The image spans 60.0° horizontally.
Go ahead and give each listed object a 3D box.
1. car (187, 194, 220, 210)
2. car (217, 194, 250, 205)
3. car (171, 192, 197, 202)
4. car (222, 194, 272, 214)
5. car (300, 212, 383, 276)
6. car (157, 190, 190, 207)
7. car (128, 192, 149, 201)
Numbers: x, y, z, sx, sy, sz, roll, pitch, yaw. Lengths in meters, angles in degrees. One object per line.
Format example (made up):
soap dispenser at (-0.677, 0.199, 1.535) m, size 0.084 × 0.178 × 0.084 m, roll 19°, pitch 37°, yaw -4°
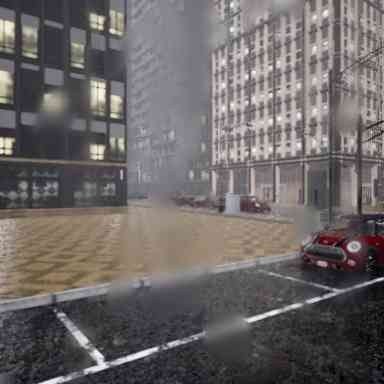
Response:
car at (1.752, 1.094, 33.624) m, size 1.802 × 1.307 × 4.206 m, roll 1°, pitch 0°, yaw -36°
car at (5.281, 0.969, 43.086) m, size 1.802 × 1.307 × 4.206 m, roll 1°, pitch 0°, yaw -36°
car at (-1.312, 0.695, 52.291) m, size 1.752 × 1.417 × 4.829 m, roll 1°, pitch 0°, yaw -36°
car at (5.003, 1.060, 29.093) m, size 1.967 × 1.590 × 4.097 m, roll 1°, pitch 0°, yaw -36°
car at (5.190, 1.436, 10.262) m, size 4.097 × 1.590 × 1.967 m, roll 0°, pitch 0°, yaw -35°
car at (-1.487, 0.720, 38.154) m, size 2.192 × 1.841 × 5.009 m, roll 1°, pitch 0°, yaw -36°
car at (-8.568, 0.696, 52.559) m, size 1.895 × 1.301 × 4.718 m, roll 0°, pitch 1°, yaw -35°
